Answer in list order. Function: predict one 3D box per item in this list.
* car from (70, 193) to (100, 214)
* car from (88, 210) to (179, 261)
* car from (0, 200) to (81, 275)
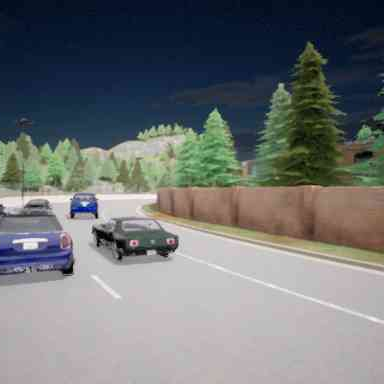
[{"bbox_3d":[-9.037,1.074,28.097,2.150,2.045,5.566,1,0,-17],"label":"car"},{"bbox_3d":[-2.299,1.560,12.213,1.895,1.301,4.718,1,0,-29],"label":"car"},{"bbox_3d":[-4.867,1.276,9.728,2.097,1.767,4.553,1,0,-30],"label":"car"}]
